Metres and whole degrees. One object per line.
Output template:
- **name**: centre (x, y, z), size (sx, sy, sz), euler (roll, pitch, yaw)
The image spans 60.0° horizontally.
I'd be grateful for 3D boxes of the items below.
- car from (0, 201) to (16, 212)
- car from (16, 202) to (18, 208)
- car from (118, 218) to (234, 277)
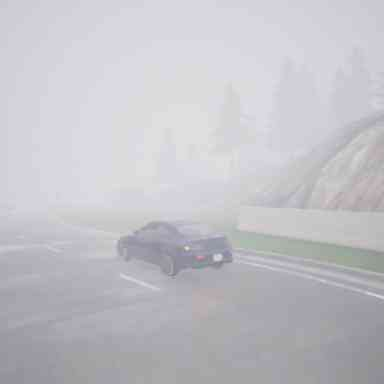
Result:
- **car**: centre (-30.369, 2.486, 54.440), size (1.812, 1.442, 4.674), euler (-2, 0, -26)
- **car**: centre (-40.686, 2.808, 75.541), size (1.812, 1.442, 4.674), euler (-2, 0, -26)
- **car**: centre (-0.687, 1.537, 10.339), size (1.812, 1.442, 4.674), euler (-2, 0, -36)
